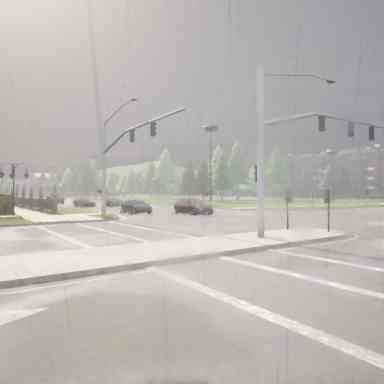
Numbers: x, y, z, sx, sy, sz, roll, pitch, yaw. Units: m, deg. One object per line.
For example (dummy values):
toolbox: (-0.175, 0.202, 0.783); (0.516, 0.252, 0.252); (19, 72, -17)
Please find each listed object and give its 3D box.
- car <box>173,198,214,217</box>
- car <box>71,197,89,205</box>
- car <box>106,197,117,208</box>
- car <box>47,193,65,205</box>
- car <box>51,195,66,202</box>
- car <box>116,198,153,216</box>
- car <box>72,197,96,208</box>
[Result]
car: (0.074, 1.353, 31.939); (2.097, 1.767, 4.553); (0, 0, -36)
car: (-20.148, 1.564, 59.832); (1.994, 1.385, 4.181); (0, 0, -36)
car: (-11.341, 1.489, 47.646); (2.128, 1.511, 4.902); (0, 0, -36)
car: (-24.753, 1.220, 60.247); (2.150, 2.045, 5.566); (0, 0, -35)
car: (-28.842, 1.302, 71.888); (1.994, 1.385, 4.181); (0, 0, -36)
car: (-5.627, 1.507, 33.516); (1.837, 1.490, 4.892); (0, -1, -33)
car: (-15.136, 1.601, 46.912); (1.895, 1.301, 4.718); (0, 0, -36)
